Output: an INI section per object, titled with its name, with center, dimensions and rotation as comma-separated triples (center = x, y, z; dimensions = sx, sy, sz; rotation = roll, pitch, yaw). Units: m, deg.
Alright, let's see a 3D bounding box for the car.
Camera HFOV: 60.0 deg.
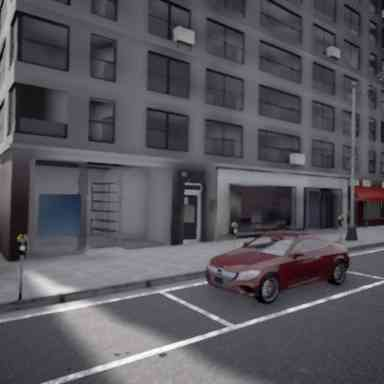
[car]
center = 2.277, 1.650, 8.263
dimensions = 4.206, 1.307, 1.802
rotation = 1, 0, -35
